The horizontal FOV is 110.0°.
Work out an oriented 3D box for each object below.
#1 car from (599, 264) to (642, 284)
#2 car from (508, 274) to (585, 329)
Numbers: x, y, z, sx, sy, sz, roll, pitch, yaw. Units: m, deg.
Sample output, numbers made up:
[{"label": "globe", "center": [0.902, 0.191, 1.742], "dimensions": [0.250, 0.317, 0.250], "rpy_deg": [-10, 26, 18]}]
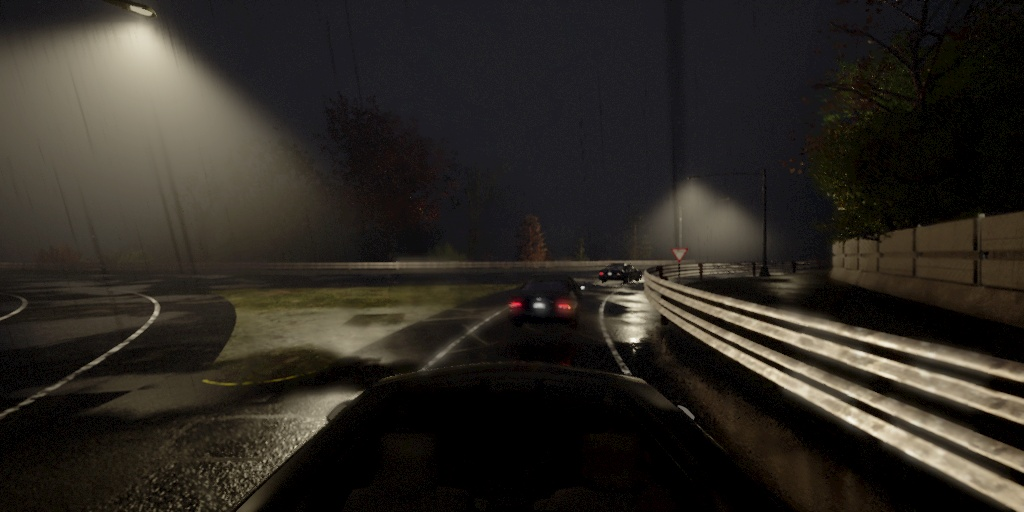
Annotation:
[{"label": "car", "center": [8.175, 1.278, 26.861], "dimensions": [2.033, 1.411, 5.357], "rpy_deg": [0, 0, 34]}, {"label": "car", "center": [1.253, 1.289, 11.358], "dimensions": [2.033, 1.411, 5.357], "rpy_deg": [0, 0, 13]}]
